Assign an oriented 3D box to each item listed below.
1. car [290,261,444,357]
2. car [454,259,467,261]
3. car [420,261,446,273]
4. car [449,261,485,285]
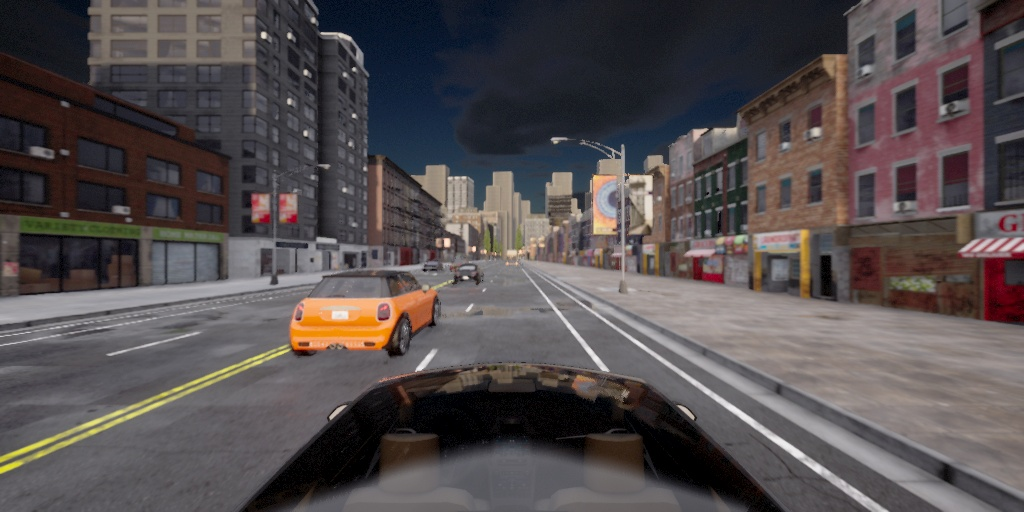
[{"bbox_3d":[-3.150,1.098,8.699,2.097,1.767,4.553,0,0,0],"label":"car"},{"bbox_3d":[-6.567,1.148,45.304,2.097,1.767,4.553,0,0,0],"label":"car"},{"bbox_3d":[-9.817,1.344,45.012,2.033,1.411,5.357,0,0,0],"label":"car"},{"bbox_3d":[-3.146,1.286,26.479,1.812,1.442,4.674,0,0,0],"label":"car"}]
